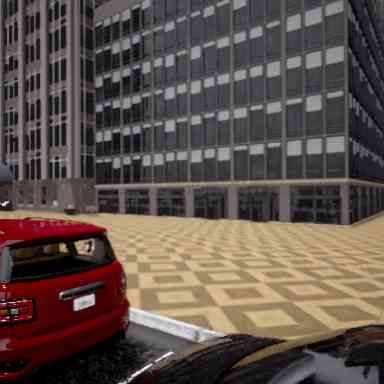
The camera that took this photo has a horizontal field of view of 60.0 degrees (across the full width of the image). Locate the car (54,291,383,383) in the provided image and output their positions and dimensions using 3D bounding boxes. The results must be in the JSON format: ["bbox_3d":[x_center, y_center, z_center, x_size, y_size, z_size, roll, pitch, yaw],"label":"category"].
[{"bbox_3d":[1.355,1.566,1.912,4.313,1.339,1.947,0,0,35],"label":"car"}]

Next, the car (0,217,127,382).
[{"bbox_3d":[-3.155,1.325,5.129,5.009,1.841,2.192,0,0,35],"label":"car"}]
